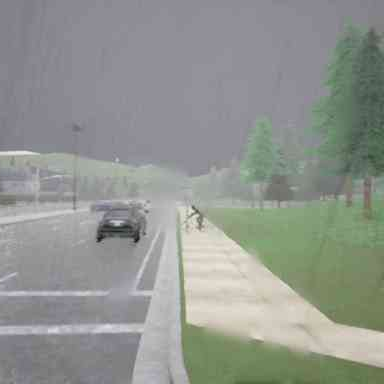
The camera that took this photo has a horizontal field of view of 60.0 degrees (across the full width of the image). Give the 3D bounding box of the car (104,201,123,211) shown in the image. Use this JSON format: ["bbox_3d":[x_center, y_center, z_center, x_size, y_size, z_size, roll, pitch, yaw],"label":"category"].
[{"bbox_3d":[-12.737,2.206,54.204,2.033,1.411,5.357,1,-1,-3],"label":"car"}]

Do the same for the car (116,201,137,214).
[{"bbox_3d":[-8.634,2.062,44.235,2.128,1.511,4.902,1,-1,-3],"label":"car"}]

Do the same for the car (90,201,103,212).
[{"bbox_3d":[-12.140,1.988,44.320,1.882,1.535,5.008,1,-1,-3],"label":"car"}]

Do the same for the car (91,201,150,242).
[{"bbox_3d":[-3.640,1.584,17.829,2.097,1.767,4.553,1,-1,-3],"label":"car"}]

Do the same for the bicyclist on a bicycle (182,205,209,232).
[{"bbox_3d":[0.226,1.625,20.059,1.656,1.620,0.582,1,-1,-3],"label":"bicyclist on a bicycle"}]

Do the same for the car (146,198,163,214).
[{"bbox_3d":[-5.130,1.856,44.306,2.150,2.045,5.566,1,-1,-3],"label":"car"}]

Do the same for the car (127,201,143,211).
[{"bbox_3d":[-9.243,2.271,54.395,2.033,1.411,5.357,1,-1,-3],"label":"car"}]
